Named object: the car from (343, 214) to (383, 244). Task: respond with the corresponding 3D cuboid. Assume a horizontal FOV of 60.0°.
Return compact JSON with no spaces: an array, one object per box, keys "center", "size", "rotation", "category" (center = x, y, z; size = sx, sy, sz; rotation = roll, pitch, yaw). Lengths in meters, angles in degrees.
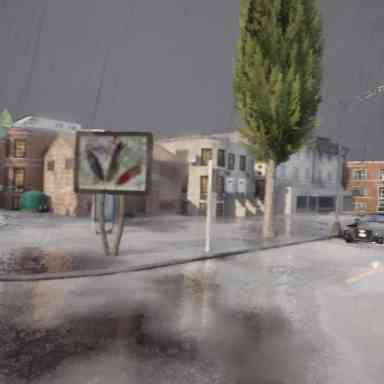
[{"center":[9.042,1.777,16.142],"size":[4.181,1.385,1.994],"rotation":[2,0,-43],"category":"car"}]
